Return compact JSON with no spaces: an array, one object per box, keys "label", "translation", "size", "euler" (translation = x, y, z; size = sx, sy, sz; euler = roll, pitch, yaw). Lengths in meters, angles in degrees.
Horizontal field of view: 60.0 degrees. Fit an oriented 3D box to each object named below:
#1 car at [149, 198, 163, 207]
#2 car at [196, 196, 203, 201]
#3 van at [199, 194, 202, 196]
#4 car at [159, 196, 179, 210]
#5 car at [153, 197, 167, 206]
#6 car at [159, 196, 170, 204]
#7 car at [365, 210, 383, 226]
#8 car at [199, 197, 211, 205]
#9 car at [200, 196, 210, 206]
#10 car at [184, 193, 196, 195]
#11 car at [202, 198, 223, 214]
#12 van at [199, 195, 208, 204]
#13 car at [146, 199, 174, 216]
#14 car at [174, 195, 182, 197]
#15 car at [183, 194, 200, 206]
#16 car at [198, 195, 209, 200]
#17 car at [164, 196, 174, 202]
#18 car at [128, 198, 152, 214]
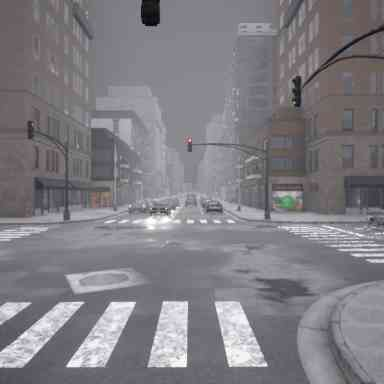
[{"label":"car","translation":[-5.628,1.653,52.629],"size":[1.802,1.307,4.206],"euler":[0,0,0]},{"label":"car","translation":[2.061,1.698,90.050],"size":[1.812,1.442,4.674],"euler":[0,0,0]},{"label":"van","translation":[2.408,1.424,58.125],"size":[1.690,1.788,3.998],"euler":[0,0,0]},{"label":"car","translation":[-3.105,1.617,43.438],"size":[1.994,1.385,4.181],"euler":[0,0,1]},{"label":"car","translation":[-5.617,1.634,58.140],"size":[2.008,1.369,4.403],"euler":[0,0,0]},{"label":"car","translation":[-5.596,1.552,69.162],"size":[1.967,1.590,4.097],"euler":[0,0,0]},{"label":"car","translation":[13.384,1.442,20.591],"size":[4.902,1.511,2.128],"euler":[0,0,0]},{"label":"car","translation":[2.418,1.647,63.635],"size":[2.008,1.369,4.403],"euler":[0,0,0]},{"label":"car","translation":[2.386,1.641,47.103],"size":[1.802,1.307,4.206],"euler":[0,0,0]},{"label":"car","translation":[-0.195,1.350,73.792],"size":[2.150,2.045,5.566],"euler":[0,0,0]},{"label":"car","translation":[2.364,1.606,36.081],"size":[1.947,1.339,4.313],"euler":[0,0,0]},{"label":"van","translation":[2.429,1.453,69.146],"size":[1.690,1.788,3.998],"euler":[0,0,0]},{"label":"car","translation":[-3.129,1.637,33.460],"size":[1.895,1.301,4.718],"euler":[0,0,0]},{"label":"car","translation":[-3.078,1.636,53.397],"size":[1.994,1.385,4.181],"euler":[0,0,0]},{"label":"car","translation":[-0.134,1.571,56.752],"size":[2.128,1.511,4.902],"euler":[0,0,0]},{"label":"car","translation":[2.397,1.637,52.614],"size":[1.947,1.339,4.313],"euler":[0,0,0]},{"label":"car","translation":[-5.574,1.694,80.183],"size":[2.008,1.369,4.403],"euler":[0,0,0]},{"label":"car","translation":[-5.661,1.480,36.098],"size":[1.967,1.590,4.097],"euler":[0,0,0]}]
